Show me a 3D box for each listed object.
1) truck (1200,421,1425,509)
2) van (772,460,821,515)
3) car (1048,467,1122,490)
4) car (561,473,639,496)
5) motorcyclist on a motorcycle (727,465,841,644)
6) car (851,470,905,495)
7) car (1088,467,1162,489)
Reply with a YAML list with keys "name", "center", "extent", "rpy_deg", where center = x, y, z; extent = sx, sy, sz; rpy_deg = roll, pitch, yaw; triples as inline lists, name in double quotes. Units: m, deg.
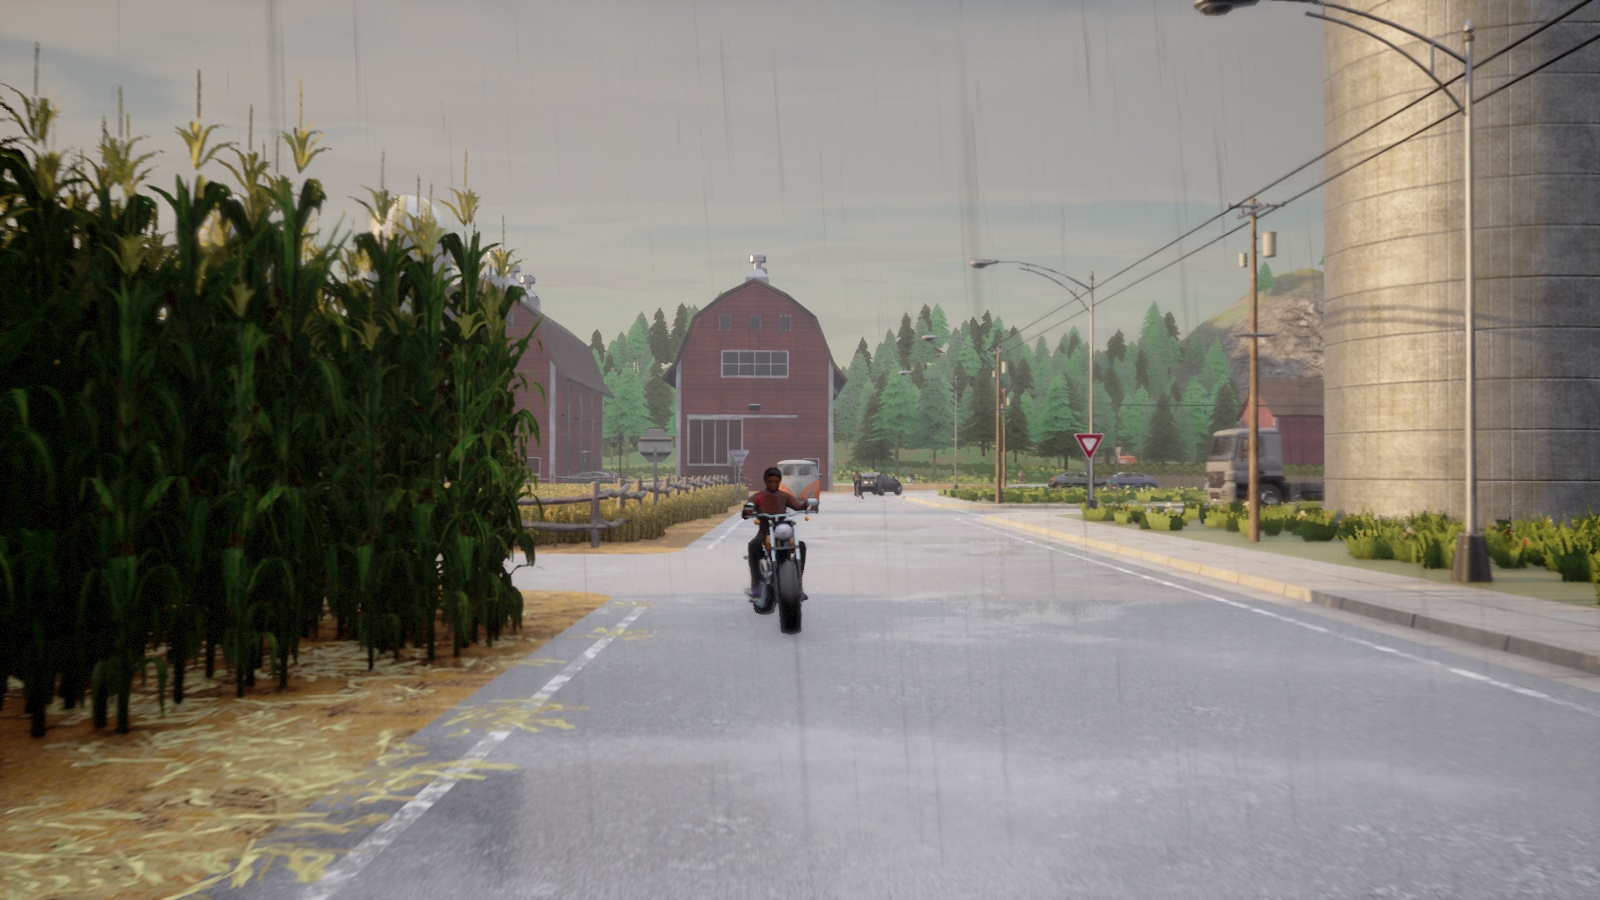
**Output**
- name: "truck"
  center: [20.683, 0.620, 50.970]
  extent: [7.936, 3.462, 2.891]
  rpy_deg: [0, -1, -1]
- name: "van"
  center: [-0.118, 1.384, 47.839]
  extent: [1.775, 1.987, 4.442]
  rpy_deg: [0, -1, 0]
- name: "car"
  center: [20.817, 2.063, 91.633]
  extent: [5.027, 1.651, 2.152]
  rpy_deg: [0, -1, 19]
- name: "car"
  center: [-13.223, 2.293, 83.243]
  extent: [4.892, 1.490, 1.837]
  rpy_deg: [0, -1, -3]
- name: "motorcyclist on a motorcycle"
  center: [-0.214, 0.986, 12.898]
  extent: [0.766, 1.649, 2.350]
  rpy_deg: [-1, -1, -10]
- name: "car"
  center: [5.169, 2.122, 82.374]
  extent: [2.007, 1.525, 4.514]
  rpy_deg: [-1, -1, 26]
- name: "car"
  center: [24.508, 2.111, 94.776]
  extent: [5.027, 1.651, 2.152]
  rpy_deg: [0, -1, 3]
